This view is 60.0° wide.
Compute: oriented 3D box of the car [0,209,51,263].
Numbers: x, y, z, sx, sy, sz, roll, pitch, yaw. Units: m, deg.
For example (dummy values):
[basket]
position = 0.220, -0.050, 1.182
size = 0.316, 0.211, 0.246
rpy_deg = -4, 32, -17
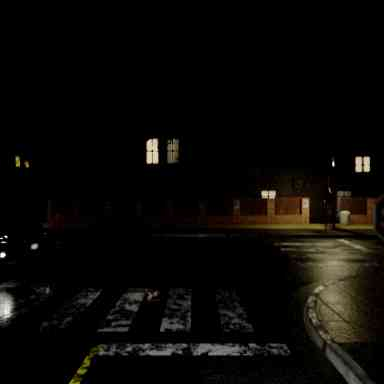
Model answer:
[car]
position = -7.313, 1.270, 10.481
size = 5.566, 2.045, 2.150
rpy_deg = 0, 1, 14
